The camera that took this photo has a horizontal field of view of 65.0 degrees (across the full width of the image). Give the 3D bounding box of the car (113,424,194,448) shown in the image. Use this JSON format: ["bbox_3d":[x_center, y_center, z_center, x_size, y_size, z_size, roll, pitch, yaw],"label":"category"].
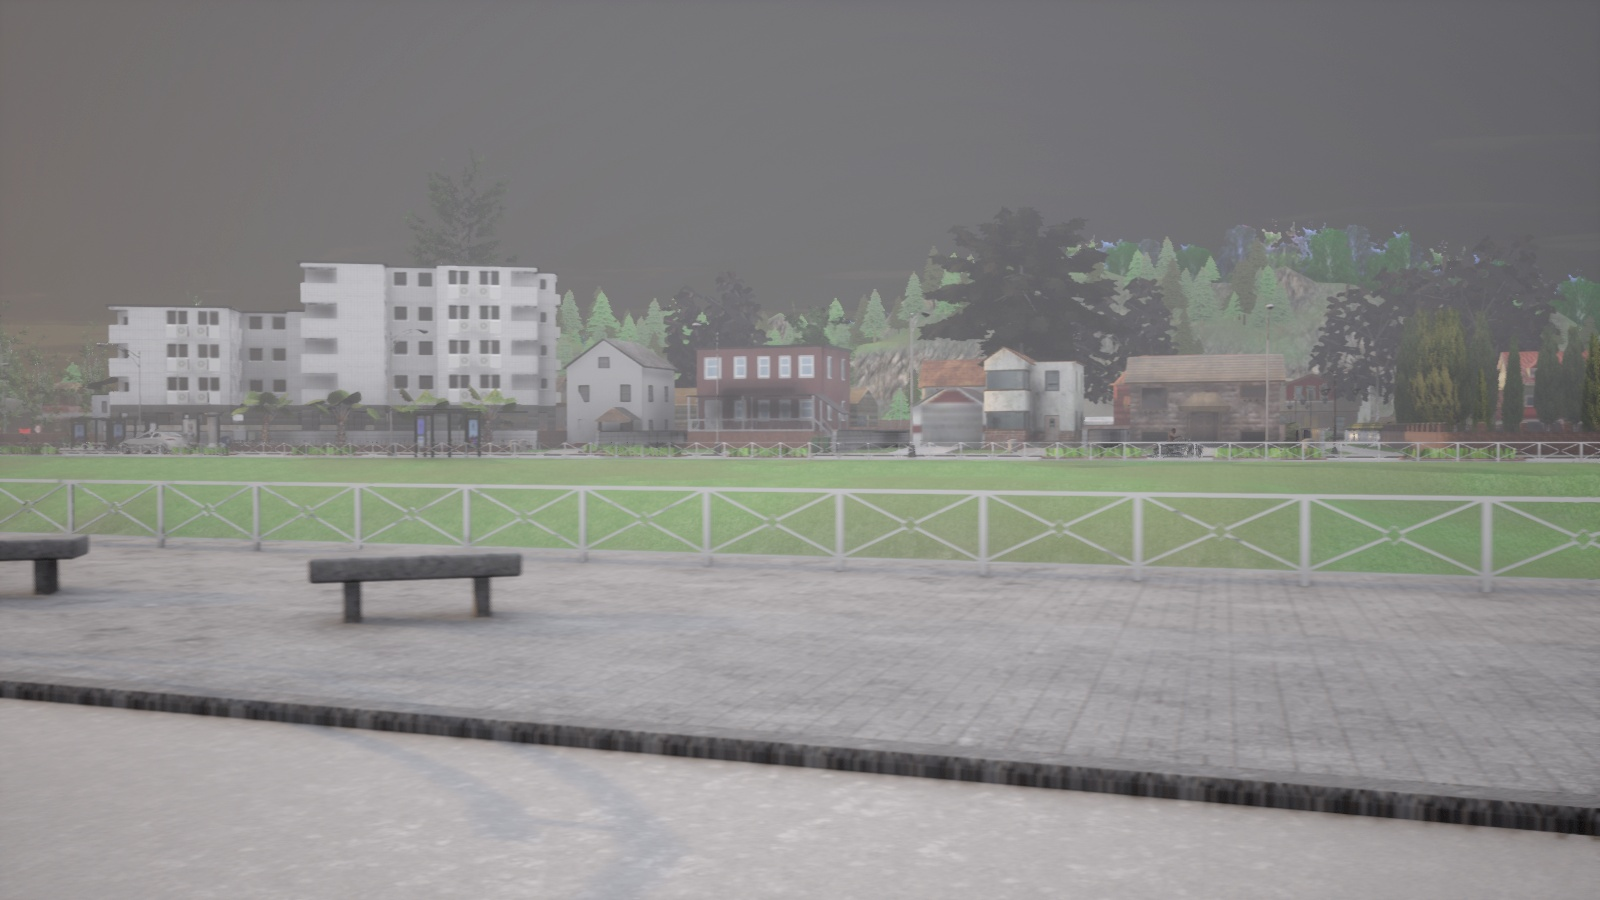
[{"bbox_3d":[-45.483,-0.981,88.340,5.027,1.651,2.152,1,1,19],"label":"car"}]

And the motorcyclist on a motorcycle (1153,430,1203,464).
[{"bbox_3d":[18.813,-0.153,62.474,2.350,1.649,0.766,1,1,19],"label":"motorcyclist on a motorcycle"}]
